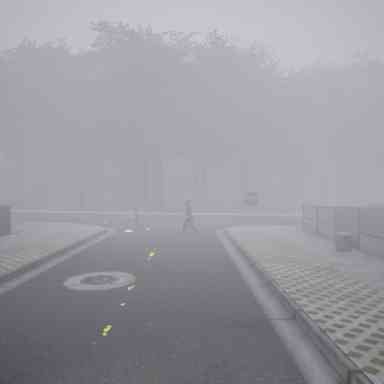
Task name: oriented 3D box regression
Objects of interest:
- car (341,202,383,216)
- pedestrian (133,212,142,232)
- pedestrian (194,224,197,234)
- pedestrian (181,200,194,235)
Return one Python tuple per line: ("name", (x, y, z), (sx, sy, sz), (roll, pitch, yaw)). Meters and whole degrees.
("car", (14.567, 1.545, 27.095), (4.674, 1.442, 1.812), (0, 1, 0))
("pedestrian", (-2.994, 1.664, 18.430), (0.500, 1.100, 0.500), (-1, 1, 0))
("pedestrian", (-0.104, 1.284, 17.837), (0.375, 1.860, 0.375), (-1, 1, 0))
("pedestrian", (-0.244, 1.284, 17.237), (0.375, 1.860, 0.375), (-1, 1, 0))
